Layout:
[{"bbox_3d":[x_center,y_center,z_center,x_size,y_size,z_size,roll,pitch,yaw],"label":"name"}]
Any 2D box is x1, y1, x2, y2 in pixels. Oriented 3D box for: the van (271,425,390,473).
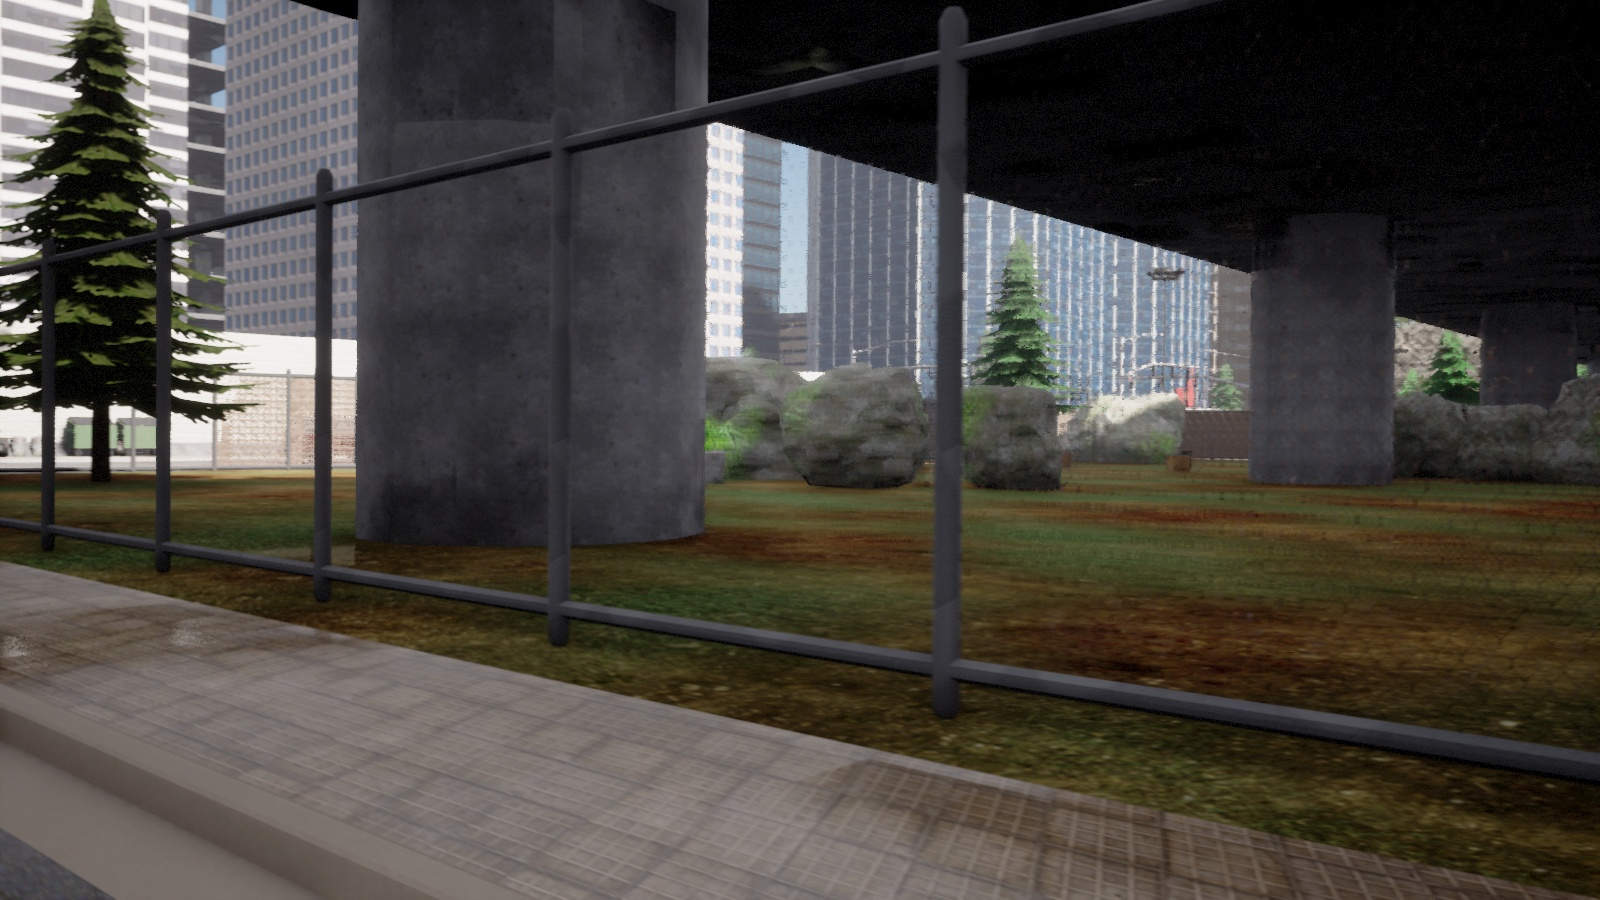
[{"bbox_3d":[-19.948,-0.071,53.502,1.775,1.987,4.442,0,1,41],"label":"van"}]
